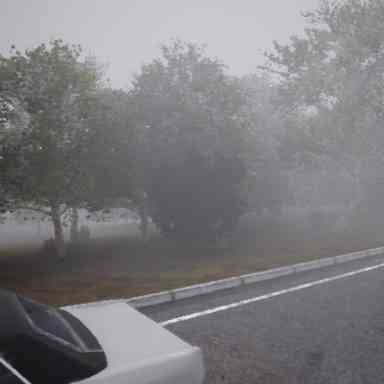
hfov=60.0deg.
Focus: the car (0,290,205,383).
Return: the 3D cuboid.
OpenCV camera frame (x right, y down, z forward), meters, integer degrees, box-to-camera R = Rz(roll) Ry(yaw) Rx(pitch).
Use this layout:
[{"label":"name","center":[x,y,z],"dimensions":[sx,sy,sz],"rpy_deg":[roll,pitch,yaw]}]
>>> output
[{"label":"car","center":[-2.296,1.601,2.355],"dimensions":[4.718,1.301,1.895],"rpy_deg":[0,0,-35]}]
